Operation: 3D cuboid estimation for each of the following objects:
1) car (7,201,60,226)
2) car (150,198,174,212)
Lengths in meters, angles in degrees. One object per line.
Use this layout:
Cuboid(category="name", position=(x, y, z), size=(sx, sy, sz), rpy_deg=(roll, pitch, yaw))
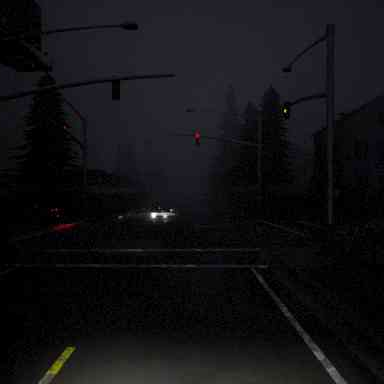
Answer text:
Cuboid(category="car", position=(-11.092, 1.317, 21.408), size=(4.902, 1.511, 2.128), rpy_deg=(1, 0, -1))
Cuboid(category="car", position=(-3.517, 1.564, 38.001), size=(1.994, 1.385, 4.181), rpy_deg=(0, 0, 0))
